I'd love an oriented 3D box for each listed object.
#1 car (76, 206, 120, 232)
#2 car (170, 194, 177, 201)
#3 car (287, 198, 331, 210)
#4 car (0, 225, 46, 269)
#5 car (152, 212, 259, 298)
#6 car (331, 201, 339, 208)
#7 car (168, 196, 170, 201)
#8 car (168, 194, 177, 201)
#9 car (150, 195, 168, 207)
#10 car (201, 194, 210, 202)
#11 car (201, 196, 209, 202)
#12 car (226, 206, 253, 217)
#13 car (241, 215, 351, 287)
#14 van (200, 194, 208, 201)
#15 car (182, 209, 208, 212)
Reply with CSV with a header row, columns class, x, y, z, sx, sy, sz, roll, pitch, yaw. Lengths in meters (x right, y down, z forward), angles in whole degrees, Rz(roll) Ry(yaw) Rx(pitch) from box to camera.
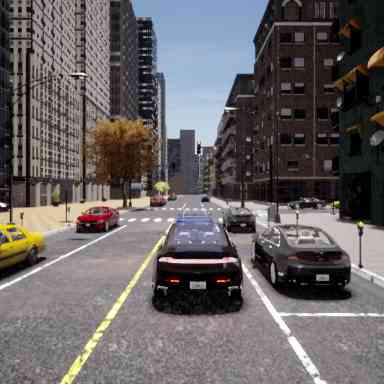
class,x,y,z,sx,sy,sz,roll,pitch,yaw
car,-5.602,1.546,20.199,1.887,1.381,4.507,0,0,0
car,-5.308,1.635,85.724,1.947,1.339,4.313,0,0,0
car,13.602,1.353,39.518,4.403,1.369,2.008,-1,1,0
car,-5.653,1.525,8.963,1.752,1.417,4.829,0,0,0
car,0.126,1.491,8.496,2.128,1.511,4.902,0,0,0
car,18.999,1.252,39.549,4.829,1.417,1.752,-1,1,0
car,-5.432,1.597,58.110,1.947,1.339,4.313,0,0,0
car,-5.284,1.394,91.246,2.192,1.841,5.009,0,0,0
car,-5.457,1.340,52.587,2.192,1.841,5.009,0,0,0
car,3.023,1.617,74.640,1.947,1.339,4.313,0,0,0
car,3.049,1.585,80.333,1.752,1.417,4.829,0,0,0
car,2.778,1.552,20.161,2.008,1.369,4.403,0,0,0
car,2.728,1.550,9.095,2.008,1.369,4.403,0,0,0
van,3.072,1.410,85.686,1.690,1.788,3.998,0,0,0
car,0.159,1.601,18.614,1.895,1.301,4.718,0,0,1
